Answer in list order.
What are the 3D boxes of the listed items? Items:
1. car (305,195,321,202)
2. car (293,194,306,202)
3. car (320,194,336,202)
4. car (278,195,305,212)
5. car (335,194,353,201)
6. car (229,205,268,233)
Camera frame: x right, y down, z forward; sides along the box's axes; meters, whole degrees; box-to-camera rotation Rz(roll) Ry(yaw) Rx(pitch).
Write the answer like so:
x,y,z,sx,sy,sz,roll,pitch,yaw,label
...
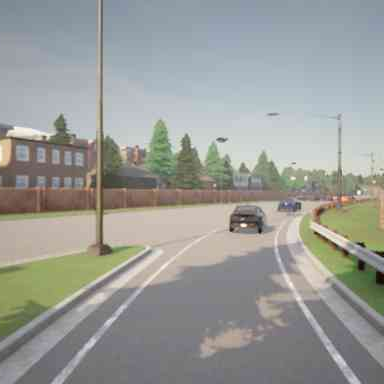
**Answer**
x,y,z,sx,sy,sz,roll,pitch,yaw,label
30.605,1.693,83.694,2.128,1.511,4.902,0,0,33,car
27.866,1.512,85.906,2.097,1.767,4.553,0,0,33,car
33.778,1.705,82.159,1.812,1.442,4.674,0,0,33,car
11.928,1.421,40.360,2.097,1.767,4.553,0,0,28,car
36.710,1.548,80.247,2.097,1.767,4.553,0,0,33,car
3.435,1.528,20.041,1.837,1.490,4.892,0,0,16,car
